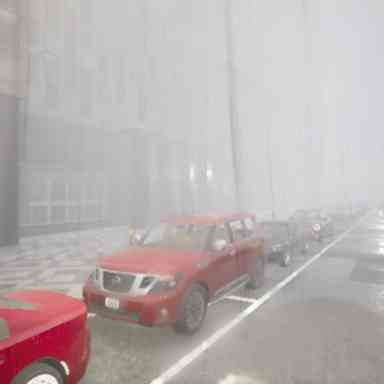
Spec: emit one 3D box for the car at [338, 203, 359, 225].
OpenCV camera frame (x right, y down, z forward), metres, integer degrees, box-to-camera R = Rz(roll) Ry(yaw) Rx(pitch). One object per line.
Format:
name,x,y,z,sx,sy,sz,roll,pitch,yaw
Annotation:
car,11.763,1.810,26.550,2.008,1.369,4.403,-1,-1,31

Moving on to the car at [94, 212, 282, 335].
car,0.074,1.411,7.273,2.192,1.841,5.009,-1,-1,31

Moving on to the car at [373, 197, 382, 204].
car,38.057,1.951,69.930,2.192,1.841,5.009,-1,-1,31

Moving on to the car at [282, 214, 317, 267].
car,2.998,1.702,12.091,1.947,1.339,4.313,-1,-1,31

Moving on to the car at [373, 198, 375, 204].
car,26.283,1.988,50.503,1.752,1.417,4.829,-1,-1,31

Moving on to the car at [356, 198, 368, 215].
car,17.606,1.781,36.190,1.967,1.590,4.097,-1,-1,31

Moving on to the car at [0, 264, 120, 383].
car,-2.846,1.599,2.451,1.887,1.381,4.507,-1,-1,31

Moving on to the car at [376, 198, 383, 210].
car,29.593,2.041,50.638,1.895,1.301,4.718,-1,-1,31

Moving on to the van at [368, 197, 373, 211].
van,23.449,1.764,45.831,1.690,1.788,3.998,-1,-1,31

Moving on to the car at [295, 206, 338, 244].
car,5.919,1.617,16.912,1.967,1.590,4.097,-1,-1,31

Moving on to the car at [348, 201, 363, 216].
car,14.596,1.824,31.224,1.752,1.417,4.829,-1,-1,31
